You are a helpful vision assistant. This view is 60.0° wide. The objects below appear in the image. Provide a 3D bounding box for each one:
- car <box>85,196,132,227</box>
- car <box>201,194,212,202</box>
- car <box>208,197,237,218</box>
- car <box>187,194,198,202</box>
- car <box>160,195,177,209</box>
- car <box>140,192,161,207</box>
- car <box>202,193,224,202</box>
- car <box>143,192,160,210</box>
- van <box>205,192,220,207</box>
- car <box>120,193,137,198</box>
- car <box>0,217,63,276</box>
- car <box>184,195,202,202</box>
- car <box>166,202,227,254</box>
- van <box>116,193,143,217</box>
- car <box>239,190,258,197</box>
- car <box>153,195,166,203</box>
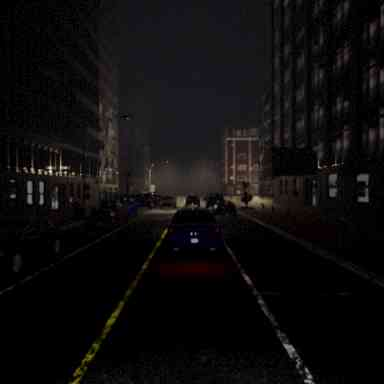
[{"bbox_3d":[-5.311,1.259,21.008,1.967,1.590,4.097,0,0,0],"label":"car"},{"bbox_3d":[2.581,1.014,60.087,1.752,1.417,4.829,0,0,0],"label":"car"},{"bbox_3d":[2.571,1.322,26.566,2.008,1.369,4.403,0,0,0],"label":"car"},{"bbox_3d":[0.117,1.096,59.380,1.895,1.301,4.718,0,0,0],"label":"car"},{"bbox_3d":[-2.747,1.145,38.858,1.882,1.535,5.008,0,0,0],"label":"car"},{"bbox_3d":[-5.305,0.945,43.241,2.192,1.841,5.009,0,0,0],"label":"car"},{"bbox_3d":[2.574,0.992,37.681,2.192,1.841,5.009,0,0,0],"label":"car"},{"bbox_3d":[-5.306,0.992,37.683,2.192,1.841,5.009,0,0,0],"label":"car"},{"bbox_3d":[2.576,0.971,43.240,1.690,1.788,3.998,0,0,0],"label":"van"},{"bbox_3d":[-17.089,1.004,89.881,4.313,1.339,1.947,-1,1,-1],"label":"car"},{"bbox_3d":[-5.313,1.464,9.892,2.008,1.369,4.403,0,0,0],"label":"car"},{"bbox_3d":[0.112,1.137,42.903,1.837,1.490,4.892,0,0,0],"label":"car"},{"bbox_3d":[0.057,1.365,12.986,1.882,1.535,5.008,0,1,-1],"label":"car"},{"bbox_3d":[-5.309,1.112,26.566,1.690,1.788,3.998,0,0,0],"label":"van"},{"bbox_3d":[15.338,0.331,90.269,5.009,1.841,2.192,-1,1,-1],"label":"car"},{"bbox_3d":[-5.301,1.119,54.360,1.802,1.307,4.206,0,0,0],"label":"car"}]
